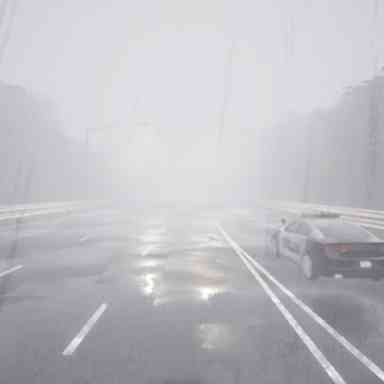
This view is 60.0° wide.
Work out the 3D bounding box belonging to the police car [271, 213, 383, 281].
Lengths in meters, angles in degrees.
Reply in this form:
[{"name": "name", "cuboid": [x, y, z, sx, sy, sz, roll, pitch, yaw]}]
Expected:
[{"name": "police car", "cuboid": [3.837, 1.449, 10.141, 1.930, 1.638, 5.238, 0, 0, -2]}]
